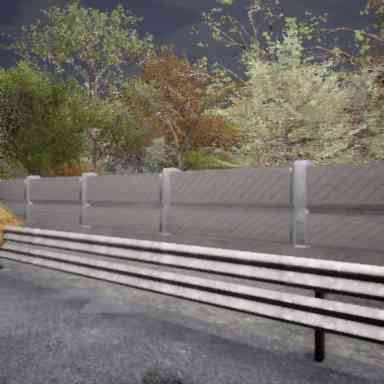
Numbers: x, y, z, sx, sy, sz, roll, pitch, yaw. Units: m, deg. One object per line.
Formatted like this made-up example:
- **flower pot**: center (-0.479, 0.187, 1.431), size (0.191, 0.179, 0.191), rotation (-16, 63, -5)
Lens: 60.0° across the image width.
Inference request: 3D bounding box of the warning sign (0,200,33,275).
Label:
- **warning sign**: center (-5.145, 1.164, 8.828), size (1.060, 1.860, 1.300), rotation (-1, 0, 36)
